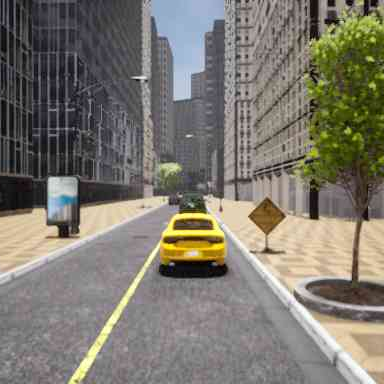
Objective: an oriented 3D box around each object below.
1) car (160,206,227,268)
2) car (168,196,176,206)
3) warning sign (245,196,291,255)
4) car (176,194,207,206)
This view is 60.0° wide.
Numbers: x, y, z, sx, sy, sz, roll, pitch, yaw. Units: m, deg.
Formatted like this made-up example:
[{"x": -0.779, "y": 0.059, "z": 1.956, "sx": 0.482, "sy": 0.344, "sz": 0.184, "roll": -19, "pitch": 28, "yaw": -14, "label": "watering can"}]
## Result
[{"x": 0.041, "y": 1.452, "z": 11.190, "sx": 1.882, "sy": 1.535, "sz": 5.008, "roll": 0, "pitch": 0, "yaw": 0, "label": "car"}, {"x": -2.820, "y": 1.381, "z": 53.749, "sx": 1.882, "sy": 1.535, "sz": 5.008, "roll": 0, "pitch": 0, "yaw": 0, "label": "car"}, {"x": 2.517, "y": 1.089, "z": 11.204, "sx": 1.300, "sy": 1.860, "sz": 1.060, "roll": 0, "pitch": 0, "yaw": 0, "label": "warning sign"}, {"x": 0.064, "y": 1.166, "z": 28.018, "sx": 2.150, "sy": 2.045, "sz": 5.566, "roll": 0, "pitch": 0, "yaw": 0, "label": "car"}]
